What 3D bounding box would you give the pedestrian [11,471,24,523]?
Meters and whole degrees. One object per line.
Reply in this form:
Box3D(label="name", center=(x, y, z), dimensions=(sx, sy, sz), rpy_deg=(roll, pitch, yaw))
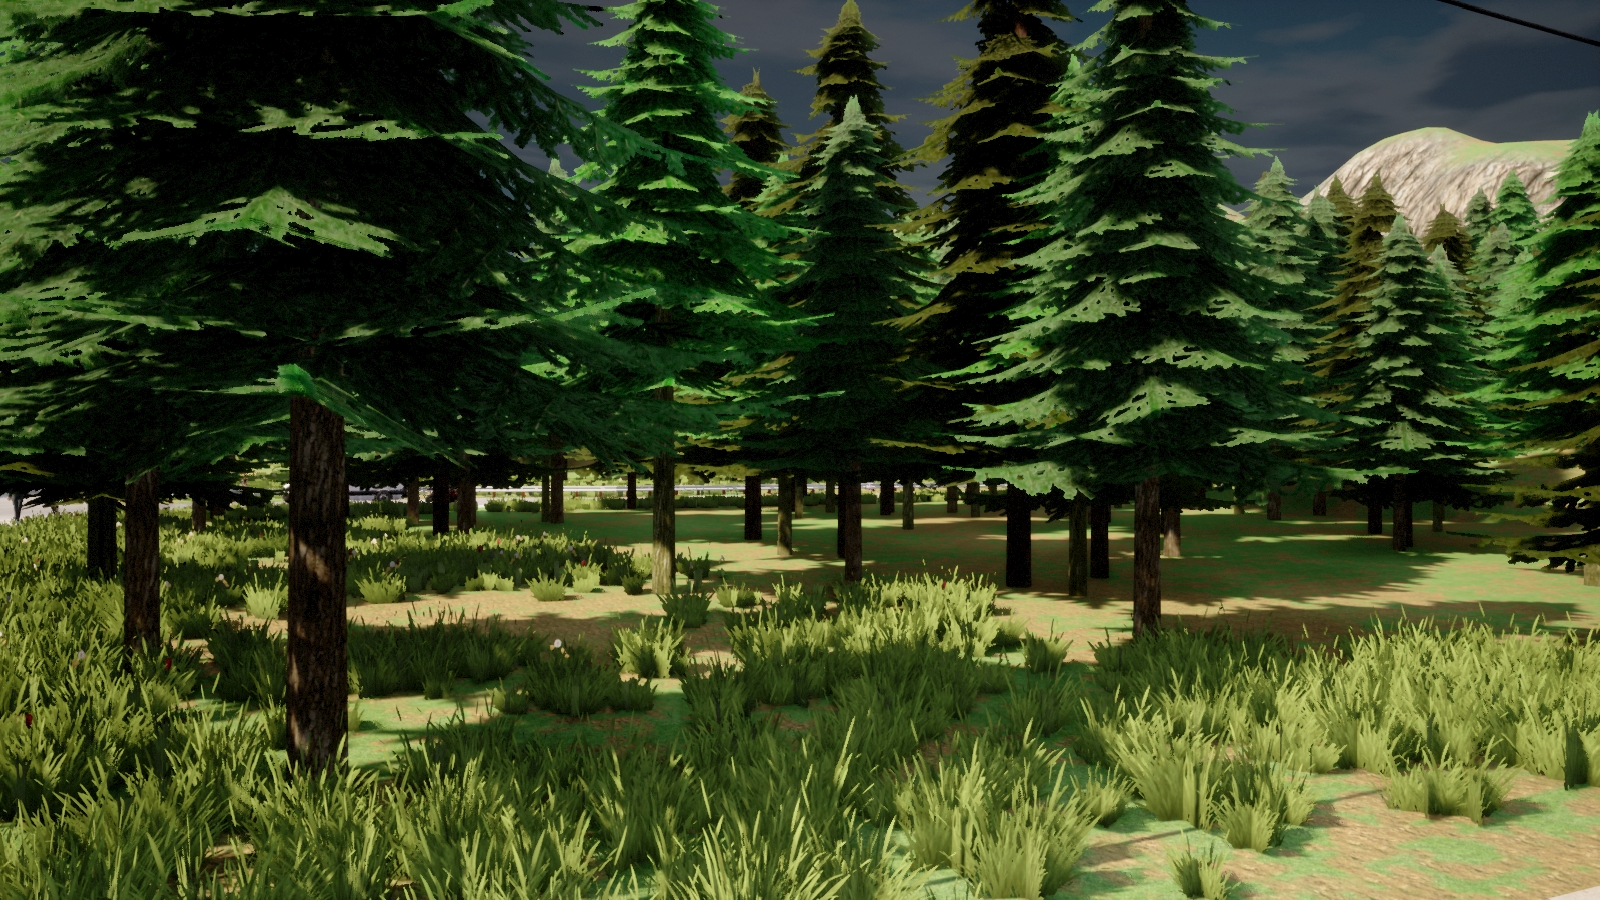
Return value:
Box3D(label="pedestrian", center=(-28.123, 1.694, 41.062), dimensions=(0.375, 1.860, 0.375), rpy_deg=(0, 0, -39))
